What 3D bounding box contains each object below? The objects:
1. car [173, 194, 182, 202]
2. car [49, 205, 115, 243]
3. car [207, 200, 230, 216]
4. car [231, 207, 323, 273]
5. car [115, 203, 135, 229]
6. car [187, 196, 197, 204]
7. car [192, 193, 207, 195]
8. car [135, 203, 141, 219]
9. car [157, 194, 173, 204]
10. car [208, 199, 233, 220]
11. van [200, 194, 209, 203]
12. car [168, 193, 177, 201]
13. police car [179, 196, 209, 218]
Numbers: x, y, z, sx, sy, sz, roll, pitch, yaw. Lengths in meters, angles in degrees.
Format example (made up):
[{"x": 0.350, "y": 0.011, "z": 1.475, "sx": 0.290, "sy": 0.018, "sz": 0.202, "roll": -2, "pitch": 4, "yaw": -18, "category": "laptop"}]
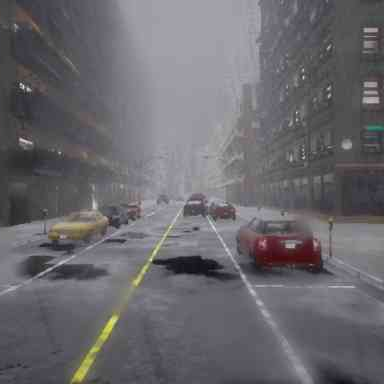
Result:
[{"x": -2.750, "y": 1.509, "z": 75.939, "sx": 2.033, "sy": 1.411, "sz": 5.357, "roll": 0, "pitch": 0, "yaw": 0, "category": "car"}, {"x": -5.306, "y": 1.528, "z": 16.138, "sx": 1.752, "sy": 1.417, "sz": 4.829, "roll": 1, "pitch": 0, "yaw": 0, "category": "car"}, {"x": 2.575, "y": 1.558, "z": 33.351, "sx": 2.008, "sy": 1.369, "sz": 4.403, "roll": 1, "pitch": 0, "yaw": 0, "category": "car"}, {"x": 2.576, "y": 1.442, "z": 10.667, "sx": 1.967, "sy": 1.590, "sz": 4.097, "roll": 1, "pitch": 0, "yaw": 0, "category": "car"}, {"x": -5.306, "y": 1.570, "z": 21.979, "sx": 1.947, "sy": 1.339, "sz": 4.313, "roll": 1, "pitch": 0, "yaw": 0, "category": "car"}, {"x": 0.000, "y": 1.550, "z": 66.650, "sx": 1.812, "sy": 1.442, "sz": 4.674, "roll": 0, "pitch": 0, "yaw": 0, "category": "car"}, {"x": 0.825, "y": 1.210, "z": 46.551, "sx": 2.150, "sy": 2.045, "sz": 5.566, "roll": 0, "pitch": 0, "yaw": 0, "category": "car"}, {"x": -5.306, "y": 1.550, "z": 27.650, "sx": 1.887, "sy": 1.381, "sz": 4.507, "roll": 1, "pitch": 0, "yaw": 0, "category": "car"}, {"x": -5.303, "y": 1.328, "z": 61.676, "sx": 2.192, "sy": 1.841, "sz": 5.009, "roll": 1, "pitch": 0, "yaw": 0, "category": "car"}, {"x": 2.575, "y": 1.550, "z": 27.680, "sx": 1.887, "sy": 1.381, "sz": 4.507, "roll": 1, "pitch": 0, "yaw": 0, "category": "car"}, {"x": 2.577, "y": 1.356, "z": 67.377, "sx": 1.690, "sy": 1.788, "sz": 3.998, "roll": 1, "pitch": 0, "yaw": 0, "category": "van"}, {"x": -5.303, "y": 1.335, "z": 90.030, "sx": 2.192, "sy": 1.841, "sz": 5.009, "roll": 1, "pitch": 0, "yaw": 0, "category": "car"}, {"x": 0.434, "y": 1.432, "z": 30.777, "sx": 1.930, "sy": 1.638, "sz": 5.238, "roll": -1, "pitch": 0, "yaw": 7, "category": "police car"}]
